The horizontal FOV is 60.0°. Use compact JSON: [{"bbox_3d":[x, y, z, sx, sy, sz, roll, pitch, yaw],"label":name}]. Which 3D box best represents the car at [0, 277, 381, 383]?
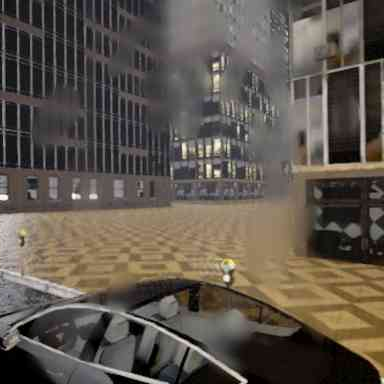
[{"bbox_3d":[-0.564,1.553,3.255,4.313,1.339,1.947,0,-1,36],"label":"car"}]
